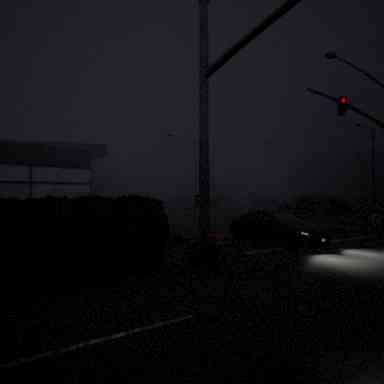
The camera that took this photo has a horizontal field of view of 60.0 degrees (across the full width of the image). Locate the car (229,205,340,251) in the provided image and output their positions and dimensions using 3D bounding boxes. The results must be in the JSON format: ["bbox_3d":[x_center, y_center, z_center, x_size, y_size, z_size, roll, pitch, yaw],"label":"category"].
[{"bbox_3d":[3.524,1.490,14.160,1.812,1.442,4.674,0,0,-35],"label":"car"}]

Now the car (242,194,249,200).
[{"bbox_3d":[14.066,0.978,73.067,5.027,1.636,2.152,0,0,-35],"label":"car"}]

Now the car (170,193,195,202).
[{"bbox_3d":[-1.992,0.978,65.707,4.605,1.855,1.932,0,0,-35],"label":"car"}]

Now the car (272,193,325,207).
[{"bbox_3d":[10.693,1.240,32.749,5.027,1.636,2.152,0,0,-35],"label":"car"}]

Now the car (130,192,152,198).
[{"bbox_3d":[-8.928,1.269,60.830,3.806,1.475,1.970,0,0,-35],"label":"car"}]

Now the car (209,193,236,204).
[{"bbox_3d":[4.543,1.182,55.079,4.514,1.523,2.007,0,0,-35],"label":"car"}]

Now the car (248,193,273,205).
[{"bbox_3d":[10.220,1.204,46.855,3.633,1.501,1.845,0,0,-35],"label":"car"}]

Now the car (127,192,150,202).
[{"bbox_3d":[-10.327,0.983,63.907,3.866,1.878,1.905,0,0,-35],"label":"car"}]

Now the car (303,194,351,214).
[{"bbox_3d":[12.529,1.249,30.205,4.514,1.523,2.007,0,0,-35],"label":"car"}]

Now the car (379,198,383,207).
[{"bbox_3d":[26.094,1.233,43.296,3.806,1.475,1.970,0,0,-35],"label":"car"}]

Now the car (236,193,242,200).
[{"bbox_3d":[10.133,1.057,78.148,3.806,1.475,1.970,0,0,-35],"label":"car"}]
